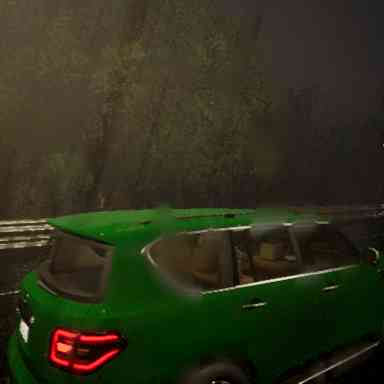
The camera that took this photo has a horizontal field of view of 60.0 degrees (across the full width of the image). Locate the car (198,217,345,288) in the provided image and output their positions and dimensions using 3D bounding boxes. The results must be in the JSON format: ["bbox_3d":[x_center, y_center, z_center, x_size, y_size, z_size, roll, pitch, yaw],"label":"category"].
[{"bbox_3d":[2.441,1.569,9.831,4.181,1.385,1.994,0,0,-36],"label":"car"}]

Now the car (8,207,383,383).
[{"bbox_3d":[0.789,1.223,4.324,5.566,2.045,2.150,0,0,-36],"label":"car"}]
